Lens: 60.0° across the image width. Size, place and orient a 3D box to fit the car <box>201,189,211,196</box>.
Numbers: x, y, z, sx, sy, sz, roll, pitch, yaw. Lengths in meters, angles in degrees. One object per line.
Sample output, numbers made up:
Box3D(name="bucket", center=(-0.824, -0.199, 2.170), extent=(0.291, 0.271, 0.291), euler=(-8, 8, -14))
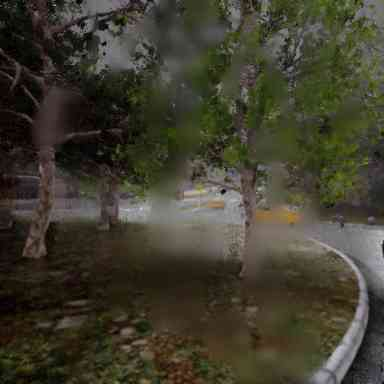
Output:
Box3D(name="car", center=(1.717, 0.137, 72.397), extent=(1.946, 1.575, 5.366), euler=(0, 3, 25))

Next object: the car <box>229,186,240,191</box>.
Box3D(name="car", center=(11.139, -1.033, 92.663), extent=(2.163, 1.488, 4.792), euler=(0, 3, 25))

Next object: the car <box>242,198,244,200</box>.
Box3D(name="car", center=(8.089, 1.358, 48.073), extent=(1.994, 1.385, 4.181), euler=(0, 3, 16))

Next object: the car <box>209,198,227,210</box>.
Box3D(name="car", center=(3.492, 1.475, 43.750), extent=(1.882, 1.535, 5.008), euler=(0, 2, 13))

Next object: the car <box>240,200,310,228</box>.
Box3D(name="car", center=(5.563, 1.617, 23.661), extent=(1.882, 1.535, 5.008), euler=(1, 0, -30))

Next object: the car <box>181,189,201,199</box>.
Box3D(name="car", center=(-0.617, 0.437, 67.400), extent=(1.946, 1.575, 5.366), euler=(0, 3, 25))

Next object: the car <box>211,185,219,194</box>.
Box3D(name="car", center=(4.043, -0.160, 77.399), extent=(1.946, 1.575, 5.366), euler=(0, 3, 25))

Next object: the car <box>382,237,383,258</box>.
Box3D(name="car", center=(6.583, 1.290, 8.708), extent=(2.150, 2.045, 5.566), euler=(0, 0, 22))
